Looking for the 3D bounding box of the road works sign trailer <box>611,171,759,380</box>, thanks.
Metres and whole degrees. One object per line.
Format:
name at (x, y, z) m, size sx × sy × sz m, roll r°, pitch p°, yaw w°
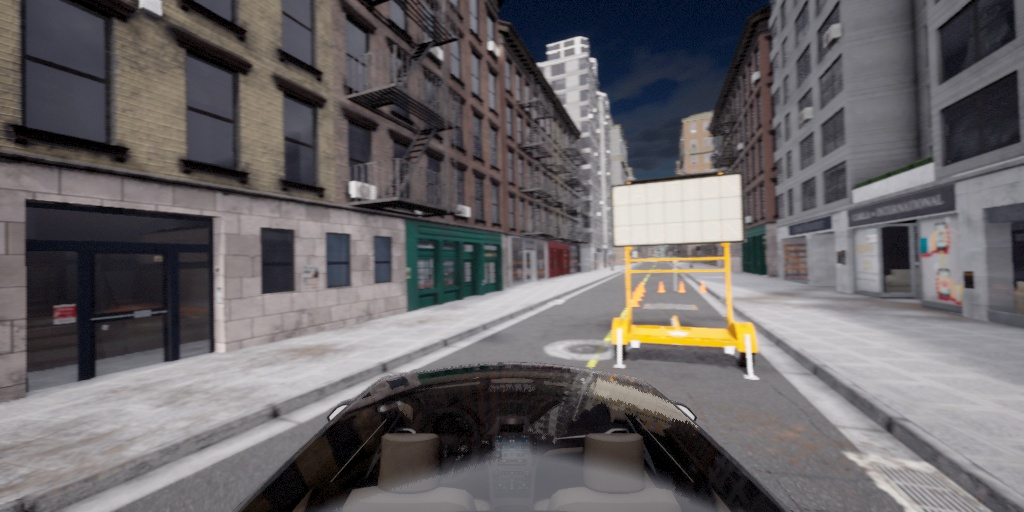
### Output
road works sign trailer at (3.392, 0.180, 7.338) m, size 2.380 × 3.560 × 2.880 m, roll 0°, pitch 0°, yaw 23°
